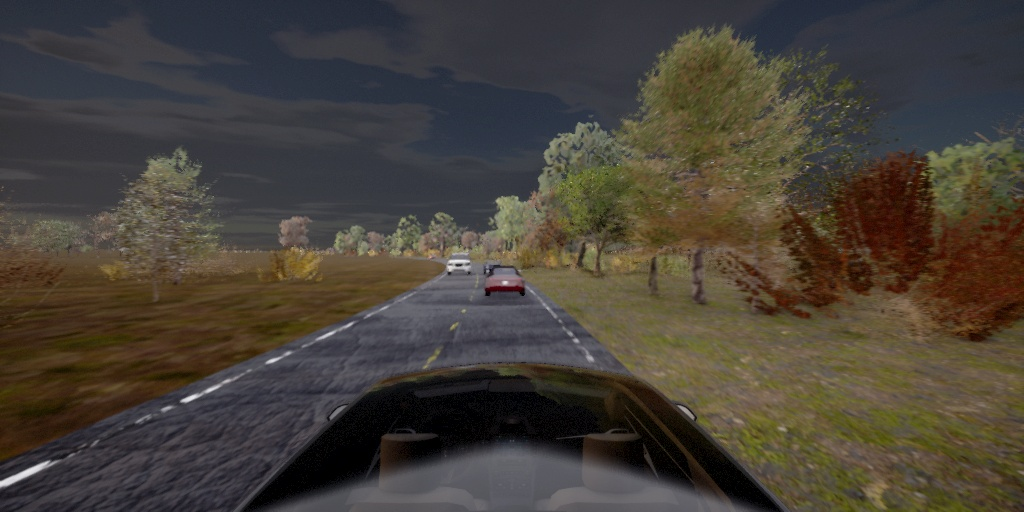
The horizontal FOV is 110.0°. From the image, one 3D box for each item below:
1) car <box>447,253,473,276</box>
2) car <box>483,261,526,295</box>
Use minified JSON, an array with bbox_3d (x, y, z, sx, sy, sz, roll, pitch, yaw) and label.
[{"bbox_3d":[-4.892,0.712,33.906,2.150,2.045,5.566,0,0,-6],"label":"car"},{"bbox_3d":[-0.415,1.168,18.468,1.994,1.385,4.181,0,1,-3],"label":"car"}]
